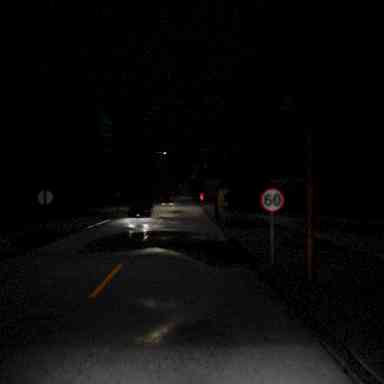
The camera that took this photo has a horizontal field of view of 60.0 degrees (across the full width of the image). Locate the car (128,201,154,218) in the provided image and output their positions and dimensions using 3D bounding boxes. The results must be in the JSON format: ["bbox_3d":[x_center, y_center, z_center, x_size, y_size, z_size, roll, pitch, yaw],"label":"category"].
[{"bbox_3d":[-4.552,1.550,30.424,2.033,1.411,5.357,0,0,-1],"label":"car"}]

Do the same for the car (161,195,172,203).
[{"bbox_3d":[-4.938,1.316,65.540,2.097,1.767,4.553,1,-1,-2],"label":"car"}]
